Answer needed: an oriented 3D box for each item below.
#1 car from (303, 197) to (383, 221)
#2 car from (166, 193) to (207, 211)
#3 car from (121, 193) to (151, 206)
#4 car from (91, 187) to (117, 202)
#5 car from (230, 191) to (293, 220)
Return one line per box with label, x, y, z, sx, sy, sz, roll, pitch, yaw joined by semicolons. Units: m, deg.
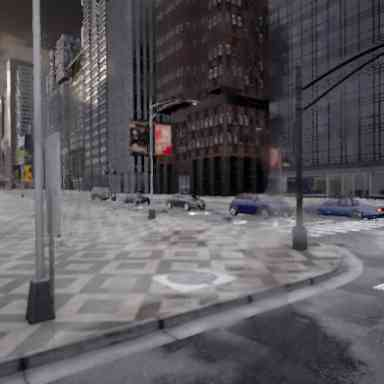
car;9.886;1.041;21.594;2.033;1.411;5.357;-1;1;-35
car;-0.584;0.876;30.469;1.837;1.490;4.892;-1;1;-35
car;-6.520;0.787;38.907;2.033;1.411;5.357;-1;1;-35
car;-12.774;0.320;47.844;2.150;2.045;5.566;-1;2;-35
car;4.698;0.842;22.966;2.097;1.767;4.553;-1;1;-35
